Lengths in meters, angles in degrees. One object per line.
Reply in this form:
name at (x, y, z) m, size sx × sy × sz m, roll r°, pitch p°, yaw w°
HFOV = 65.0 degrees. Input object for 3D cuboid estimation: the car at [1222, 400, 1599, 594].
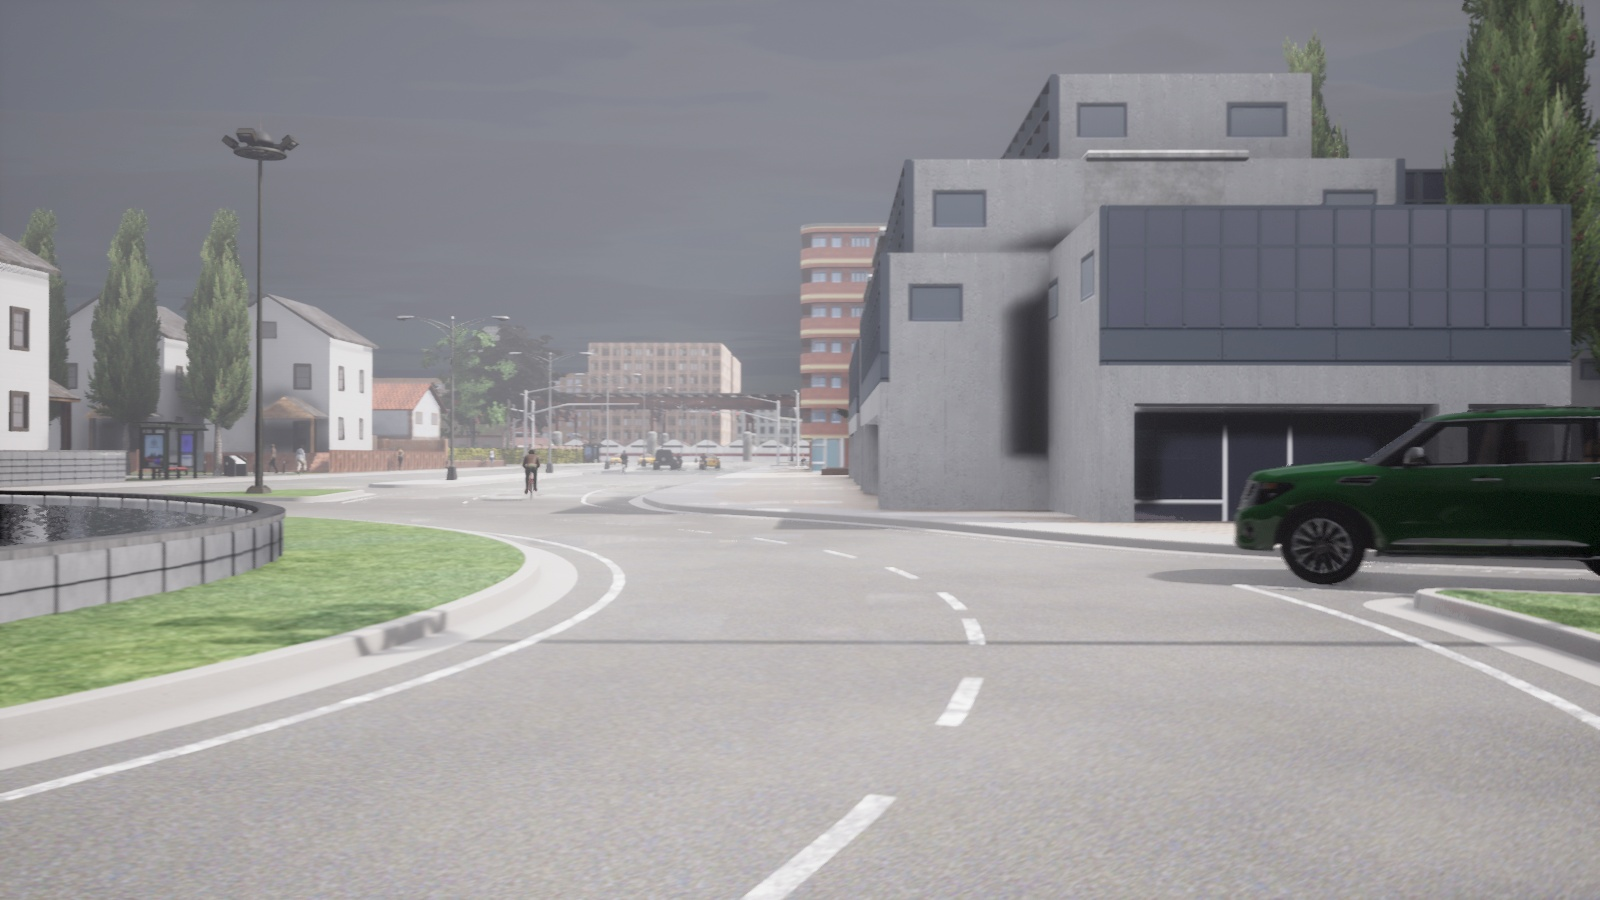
car at (7.939, 0.499, 14.629) m, size 5.566 × 2.045 × 2.150 m, roll 0°, pitch 0°, yaw 23°

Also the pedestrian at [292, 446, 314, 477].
pedestrian at (-30.553, 0.703, 77.158) m, size 0.874 × 1.855 × 0.900 m, roll 0°, pitch 0°, yaw 23°

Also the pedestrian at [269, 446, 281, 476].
pedestrian at (-32.070, 0.659, 76.693) m, size 0.634 × 1.846 × 0.331 m, roll 0°, pitch 0°, yaw -5°
